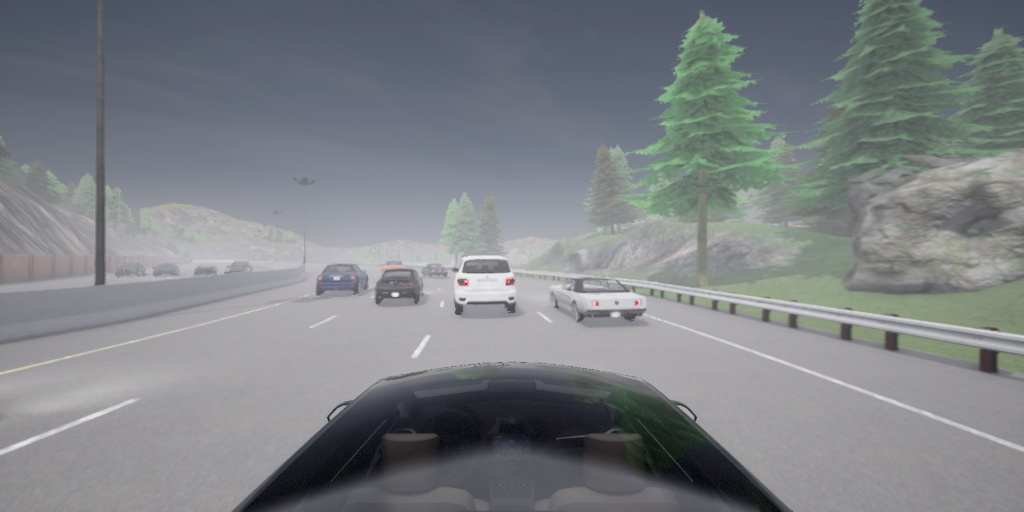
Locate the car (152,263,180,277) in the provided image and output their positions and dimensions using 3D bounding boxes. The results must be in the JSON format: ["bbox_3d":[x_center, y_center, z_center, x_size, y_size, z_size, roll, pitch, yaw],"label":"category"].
[{"bbox_3d":[-38.633,1.549,40.163,1.837,1.490,4.892,0,0,-37],"label":"car"}]

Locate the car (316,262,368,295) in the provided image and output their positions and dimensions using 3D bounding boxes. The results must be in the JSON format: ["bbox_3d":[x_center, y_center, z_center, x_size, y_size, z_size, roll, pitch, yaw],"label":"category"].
[{"bbox_3d":[-9.696,1.211,20.800,2.097,1.767,4.553,0,0,-14],"label":"car"}]

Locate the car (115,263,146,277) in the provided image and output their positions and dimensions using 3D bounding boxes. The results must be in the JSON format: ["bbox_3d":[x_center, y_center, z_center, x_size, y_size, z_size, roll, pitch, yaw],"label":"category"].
[{"bbox_3d":[-43.968,1.574,41.396,1.837,1.490,4.892,0,0,-37],"label":"car"}]

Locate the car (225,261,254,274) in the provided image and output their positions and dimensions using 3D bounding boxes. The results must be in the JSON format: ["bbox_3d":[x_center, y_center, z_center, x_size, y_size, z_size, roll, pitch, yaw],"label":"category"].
[{"bbox_3d":[-27.996,1.341,36.956,2.097,1.767,4.553,0,0,-32],"label":"car"}]

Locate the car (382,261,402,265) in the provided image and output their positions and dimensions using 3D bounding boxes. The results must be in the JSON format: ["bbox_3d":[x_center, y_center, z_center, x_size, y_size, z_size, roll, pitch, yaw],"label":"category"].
[{"bbox_3d":[-12.985,1.291,39.018,2.097,1.767,4.553,0,0,-27],"label":"car"}]

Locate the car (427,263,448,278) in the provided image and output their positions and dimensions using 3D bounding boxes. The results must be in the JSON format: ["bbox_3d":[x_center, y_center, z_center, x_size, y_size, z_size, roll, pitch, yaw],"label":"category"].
[{"bbox_3d":[-8.048,1.461,37.106,2.033,1.411,5.357,0,0,-24],"label":"car"}]

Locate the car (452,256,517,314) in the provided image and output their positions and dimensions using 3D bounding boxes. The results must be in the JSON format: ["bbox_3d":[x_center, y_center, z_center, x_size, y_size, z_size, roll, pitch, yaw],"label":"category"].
[{"bbox_3d":[-1.183,1.024,14.325,2.150,2.045,5.566,0,0,-8],"label":"car"}]

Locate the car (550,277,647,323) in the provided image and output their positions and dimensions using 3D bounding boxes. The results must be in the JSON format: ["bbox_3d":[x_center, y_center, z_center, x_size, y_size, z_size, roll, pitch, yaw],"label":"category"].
[{"bbox_3d":[2.660,1.380,12.374,1.895,1.301,4.718,0,0,-7],"label":"car"}]

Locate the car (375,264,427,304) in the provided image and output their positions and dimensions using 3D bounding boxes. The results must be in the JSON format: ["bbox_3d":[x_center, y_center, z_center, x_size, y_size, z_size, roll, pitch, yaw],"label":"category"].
[{"bbox_3d":[-5.237,1.332,17.027,1.837,1.490,4.892,0,0,-11],"label":"car"}]

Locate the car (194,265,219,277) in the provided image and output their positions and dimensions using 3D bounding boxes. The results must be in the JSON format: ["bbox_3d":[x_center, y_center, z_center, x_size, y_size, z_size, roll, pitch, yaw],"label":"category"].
[{"bbox_3d":[-34.945,1.634,41.058,1.895,1.301,4.718,0,0,-36],"label":"car"}]
